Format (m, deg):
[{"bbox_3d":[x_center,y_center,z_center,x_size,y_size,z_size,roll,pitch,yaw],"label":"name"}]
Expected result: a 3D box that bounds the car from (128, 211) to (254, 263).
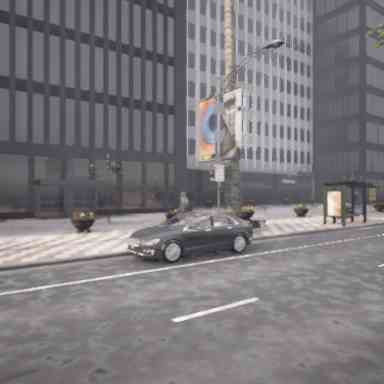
[{"bbox_3d":[0.096,1.480,12.030,4.892,1.521,2.231,0,0,-35],"label":"car"}]
